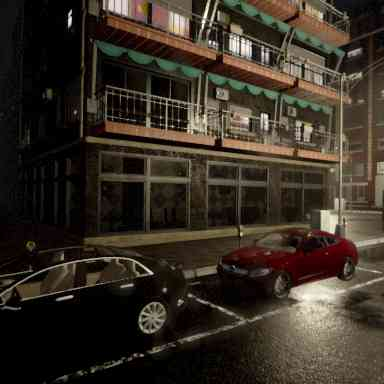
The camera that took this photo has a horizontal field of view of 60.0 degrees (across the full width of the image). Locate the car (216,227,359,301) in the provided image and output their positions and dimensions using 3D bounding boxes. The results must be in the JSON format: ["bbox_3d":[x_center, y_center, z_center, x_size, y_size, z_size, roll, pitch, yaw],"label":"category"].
[{"bbox_3d":[2.536,1.584,8.324,4.206,1.307,1.802,0,1,-36],"label":"car"}]

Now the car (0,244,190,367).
[{"bbox_3d":[-2.087,1.551,5.014,4.403,1.369,2.008,0,1,-36],"label":"car"}]
